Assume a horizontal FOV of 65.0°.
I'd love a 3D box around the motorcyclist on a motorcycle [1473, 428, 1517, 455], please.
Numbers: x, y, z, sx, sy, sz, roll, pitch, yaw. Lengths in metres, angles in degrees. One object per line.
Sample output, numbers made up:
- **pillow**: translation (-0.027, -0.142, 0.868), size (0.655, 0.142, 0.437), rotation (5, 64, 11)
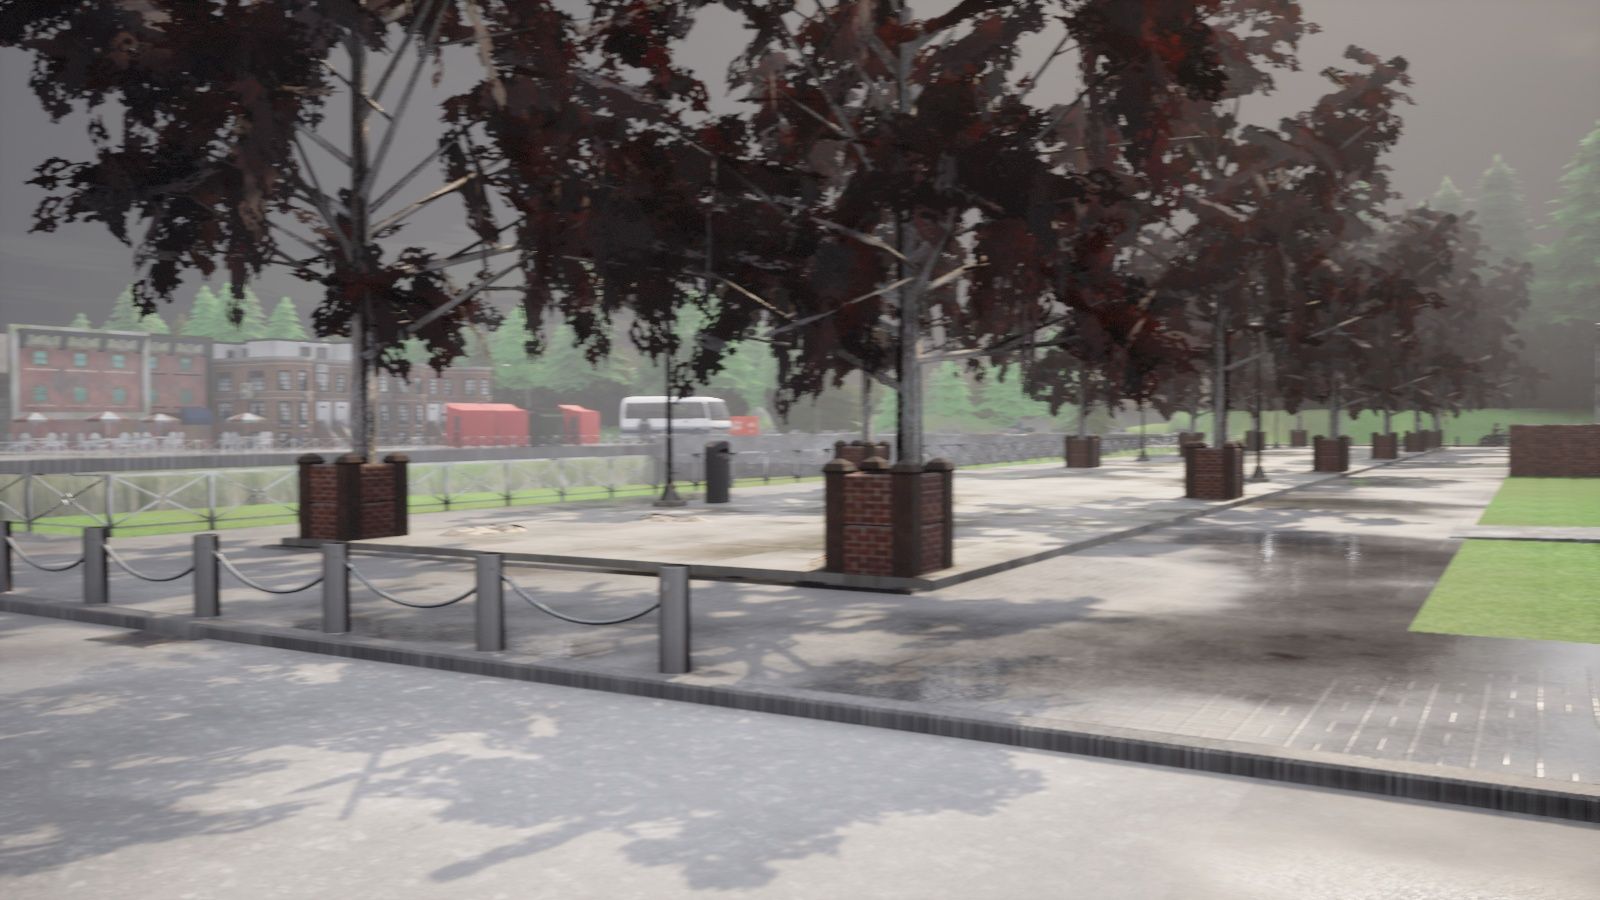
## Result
- **motorcyclist on a motorcycle**: translation (43.683, -0.566, 78.944), size (2.350, 1.649, 0.766), rotation (1, 1, 30)
